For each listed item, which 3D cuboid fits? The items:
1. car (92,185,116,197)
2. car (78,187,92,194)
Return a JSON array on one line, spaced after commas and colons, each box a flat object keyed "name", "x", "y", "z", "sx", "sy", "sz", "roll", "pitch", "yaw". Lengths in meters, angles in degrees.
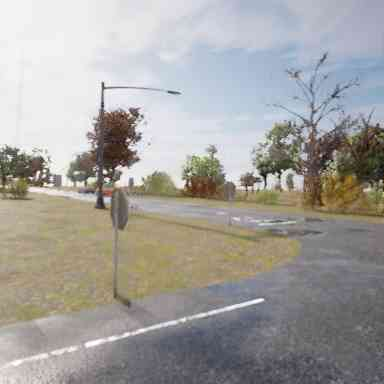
[{"name": "car", "x": -13.164, "y": -0.221, "z": 51.155, "sx": 2.097, "sy": 1.767, "sz": 4.553, "roll": 1, "pitch": 1, "yaw": -35}, {"name": "car", "x": -18.768, "y": -0.284, "z": 59.023, "sx": 1.895, "sy": 1.301, "sz": 4.718, "roll": 1, "pitch": 1, "yaw": -35}]
